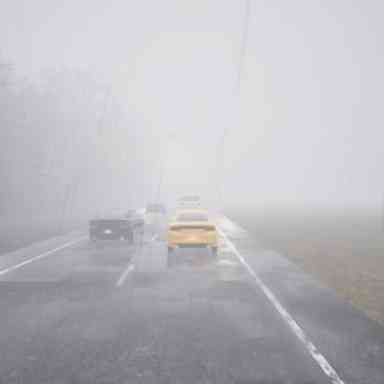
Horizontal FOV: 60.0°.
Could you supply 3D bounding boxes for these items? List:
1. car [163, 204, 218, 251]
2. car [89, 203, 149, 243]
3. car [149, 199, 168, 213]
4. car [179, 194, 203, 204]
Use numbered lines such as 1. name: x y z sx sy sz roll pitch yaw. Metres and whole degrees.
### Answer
1. car: 0.001 1.491 14.208 1.882 1.535 5.008 0 0 0
2. car: -3.514 1.495 16.285 1.882 1.535 5.008 0 0 0
3. car: -3.651 1.514 35.088 1.882 1.535 5.008 0 0 0
4. car: -0.136 1.253 32.781 2.150 2.045 5.566 0 0 0
